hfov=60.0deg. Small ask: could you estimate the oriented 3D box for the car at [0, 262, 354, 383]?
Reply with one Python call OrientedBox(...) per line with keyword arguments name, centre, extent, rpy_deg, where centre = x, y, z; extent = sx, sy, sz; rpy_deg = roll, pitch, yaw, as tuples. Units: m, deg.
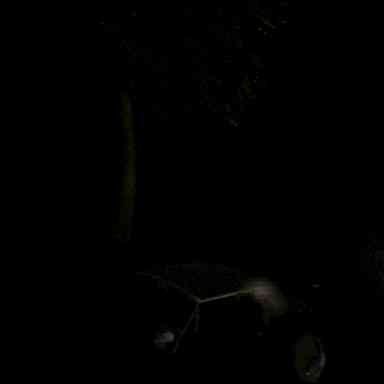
OrientedBox(name="car", centre=(-0.229, 1.617, 3.827), extent=(4.718, 1.301, 1.895), rpy_deg=(1, 0, -35))
